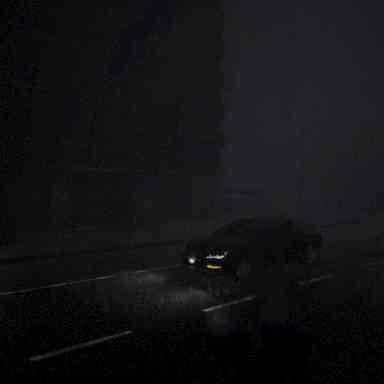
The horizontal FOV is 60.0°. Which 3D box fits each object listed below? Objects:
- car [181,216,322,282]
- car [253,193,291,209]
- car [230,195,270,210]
[{"bbox_3d":[1.931,1.506,9.880,4.892,1.490,1.837,0,0,-37],"label":"car"},{"bbox_3d":[10.249,1.165,43.698,2.150,2.045,5.566,0,0,-38],"label":"car"},{"bbox_3d":[6.843,1.492,42.441,2.033,1.411,5.357,0,0,-37],"label":"car"}]
